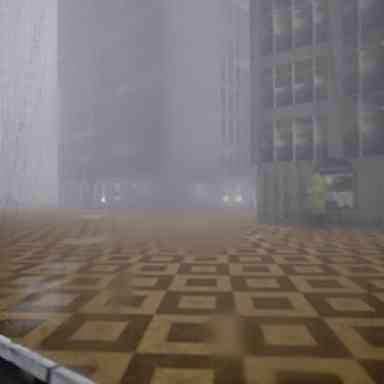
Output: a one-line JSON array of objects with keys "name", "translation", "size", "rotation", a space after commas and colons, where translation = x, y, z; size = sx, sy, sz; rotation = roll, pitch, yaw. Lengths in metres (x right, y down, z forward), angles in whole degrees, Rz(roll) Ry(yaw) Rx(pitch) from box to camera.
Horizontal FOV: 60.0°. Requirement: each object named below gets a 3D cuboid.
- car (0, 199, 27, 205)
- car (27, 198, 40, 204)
[{"name": "car", "translation": [-36.687, 2.054, 67.492], "size": [4.313, 1.339, 1.947], "rotation": [-1, 1, -41]}, {"name": "car", "translation": [-37.895, 2.027, 77.622], "size": [4.507, 1.381, 1.887], "rotation": [-1, 1, -41]}]
